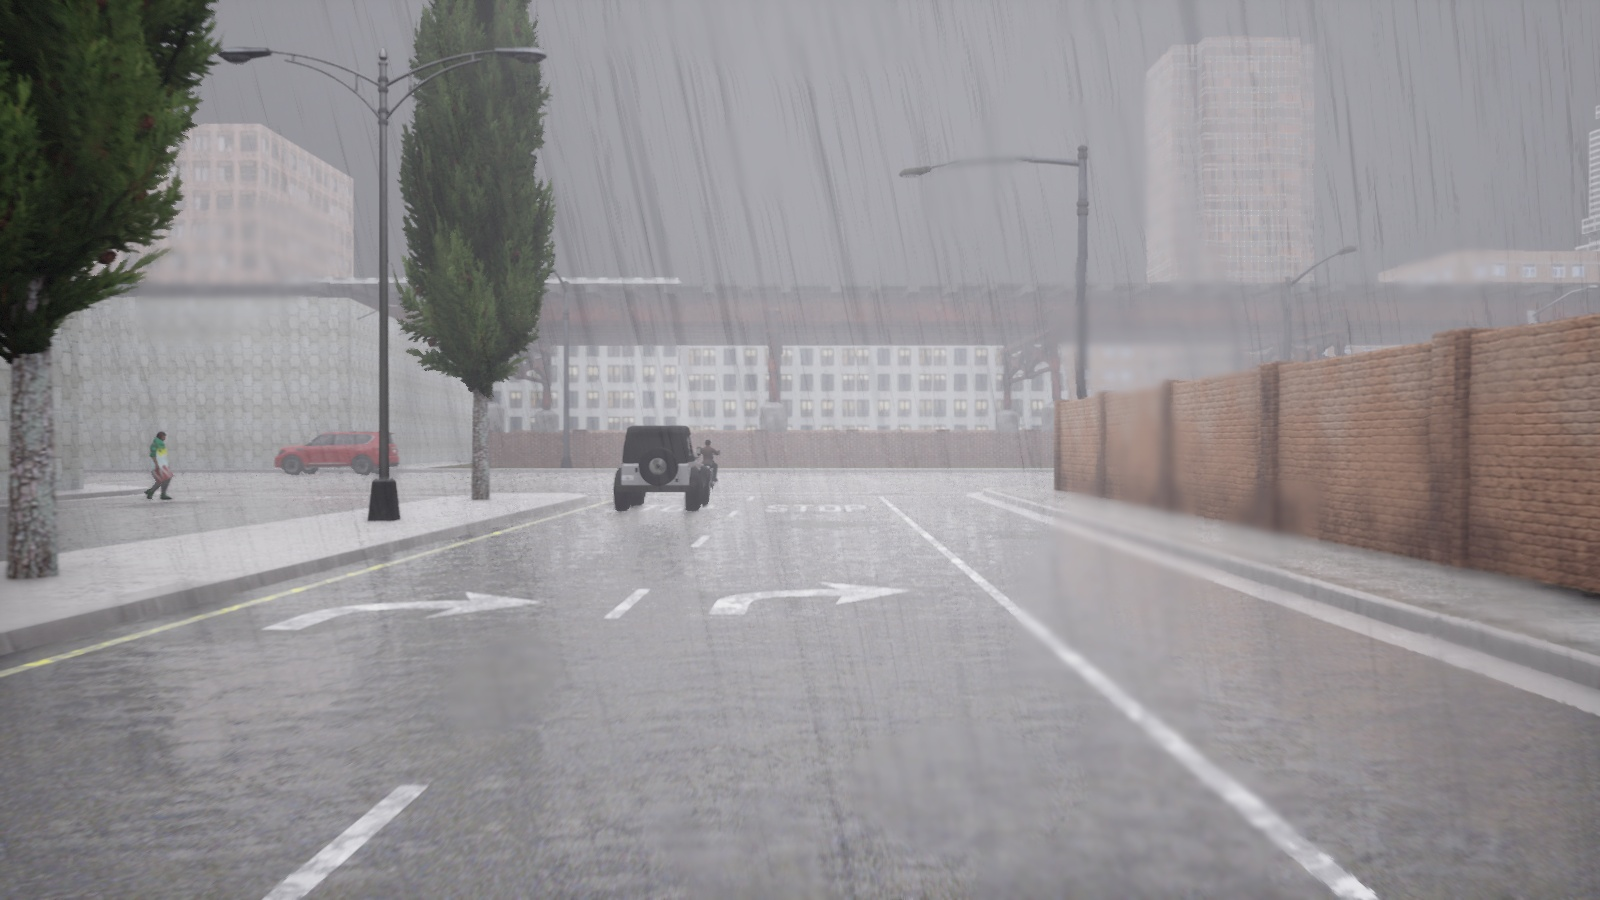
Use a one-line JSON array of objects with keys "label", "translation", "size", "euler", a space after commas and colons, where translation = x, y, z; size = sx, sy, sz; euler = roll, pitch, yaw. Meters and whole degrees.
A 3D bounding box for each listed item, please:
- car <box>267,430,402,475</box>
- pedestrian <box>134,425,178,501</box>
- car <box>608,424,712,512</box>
[{"label": "car", "translation": [-21.877, 0.112, 59.191], "size": [5.566, 2.045, 2.150], "euler": [0, 0, 1]}, {"label": "pedestrian", "translation": [-16.744, 0.332, 32.677], "size": [0.873, 1.952, 0.659], "euler": [0, 0, -12]}, {"label": "car", "translation": [-3.130, 0.378, 28.749], "size": [1.905, 1.878, 3.866], "euler": [0, 0, 1]}]
